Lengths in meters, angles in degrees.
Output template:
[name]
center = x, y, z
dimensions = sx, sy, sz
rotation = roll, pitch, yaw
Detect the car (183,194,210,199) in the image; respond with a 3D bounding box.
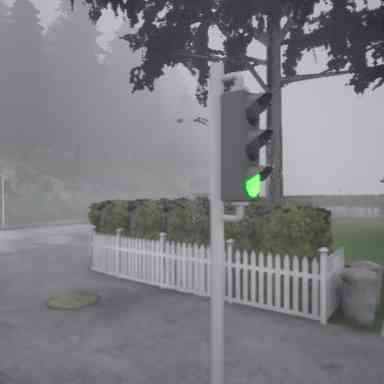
[car]
center = 0.228, 1.247, 32.448
dimensions = 2.150, 2.045, 5.566
rotation = 0, 0, 36
